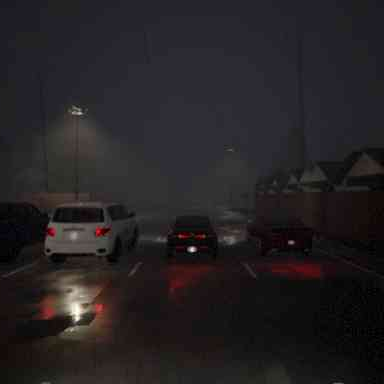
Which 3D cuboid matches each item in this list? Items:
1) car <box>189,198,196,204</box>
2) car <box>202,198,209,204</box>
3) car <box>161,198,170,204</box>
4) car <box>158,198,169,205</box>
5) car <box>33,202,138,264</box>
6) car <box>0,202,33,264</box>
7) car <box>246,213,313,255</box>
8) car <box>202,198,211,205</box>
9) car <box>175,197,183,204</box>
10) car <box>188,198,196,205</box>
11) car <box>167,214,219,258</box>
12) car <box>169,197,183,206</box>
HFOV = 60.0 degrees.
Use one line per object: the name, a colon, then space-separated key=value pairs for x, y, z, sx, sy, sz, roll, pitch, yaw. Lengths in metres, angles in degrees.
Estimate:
car: x=0.022 y=2.398 z=88.436 sx=1.812 sy=1.442 sz=4.674 roll=0 pitch=-1 yaw=0
car: x=3.522 y=2.374 z=88.436 sx=1.837 sy=1.490 sz=4.892 roll=0 pitch=-1 yaw=0
car: x=-6.978 y=2.399 z=88.438 sx=2.128 sy=1.511 sz=4.902 roll=0 pitch=-1 yaw=0
car: x=-6.981 y=2.424 z=78.433 sx=1.812 sy=1.442 sz=4.674 roll=0 pitch=-1 yaw=0
car: x=-3.487 y=1.372 z=12.536 sx=2.150 sy=2.045 sz=5.566 roll=0 pitch=0 yaw=0
car: x=-6.987 y=1.372 z=12.549 sx=2.150 sy=2.045 sz=5.566 roll=0 pitch=0 yaw=0
car: x=3.534 y=1.643 z=14.206 sx=1.882 sy=1.535 sz=5.008 roll=0 pitch=0 yaw=1
car: x=3.519 y=2.424 z=78.431 sx=1.812 sy=1.442 sz=4.674 roll=0 pitch=-1 yaw=0
car: x=-3.478 y=2.229 z=88.409 sx=2.097 sy=1.767 sz=4.553 roll=0 pitch=-1 yaw=0
car: x=0.019 y=2.495 z=78.461 sx=1.895 sy=1.301 sz=4.718 roll=0 pitch=-1 yaw=0
car: x=0.025 y=1.665 z=13.474 sx=1.837 sy=1.490 sz=4.892 roll=0 pitch=0 yaw=1
car: x=-3.481 y=2.119 z=78.051 sx=2.150 sy=2.045 sz=5.566 roll=0 pitch=-1 yaw=0
